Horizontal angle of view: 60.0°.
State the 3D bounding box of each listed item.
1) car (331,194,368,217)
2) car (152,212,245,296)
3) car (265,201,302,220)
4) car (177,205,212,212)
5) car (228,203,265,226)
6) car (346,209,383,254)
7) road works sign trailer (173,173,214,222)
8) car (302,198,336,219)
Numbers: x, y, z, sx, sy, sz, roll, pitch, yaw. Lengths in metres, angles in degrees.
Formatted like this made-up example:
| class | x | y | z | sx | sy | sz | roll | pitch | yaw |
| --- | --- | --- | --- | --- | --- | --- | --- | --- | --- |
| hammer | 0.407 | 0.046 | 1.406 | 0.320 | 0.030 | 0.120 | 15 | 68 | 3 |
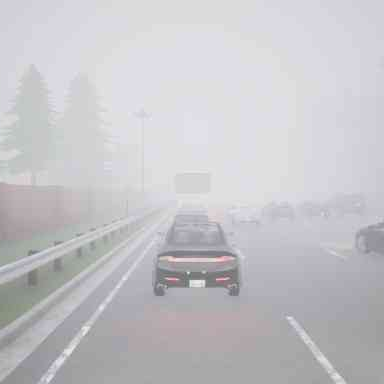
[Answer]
| class | x | y | z | sx | sy | sz | roll | pitch | yaw |
| --- | --- | --- | --- | --- | --- | --- | --- | --- | --- |
| car | 14.093 | 1.222 | 30.957 | 2.150 | 2.045 | 5.566 | 0 | 0 | 0 |
| car | 0.098 | 1.491 | 8.621 | 2.128 | 1.511 | 4.902 | 0 | 0 | 0 |
| car | 7.092 | 1.492 | 27.688 | 2.128 | 1.511 | 4.902 | 0 | 0 | 0 |
| car | 0.087 | 1.474 | 19.051 | 1.882 | 1.535 | 5.008 | 0 | 0 | 4 |
| car | 3.594 | 1.526 | 23.551 | 1.812 | 1.442 | 4.674 | 0 | 0 | 0 |
| car | 7.097 | 1.504 | 10.663 | 1.837 | 1.490 | 4.892 | 0 | 0 | 0 |
| road works sign trailer | 0.064 | 0.464 | 22.971 | 2.380 | 3.560 | 2.880 | 0 | 0 | -2 |
| car | 10.592 | 1.505 | 29.457 | 1.837 | 1.490 | 4.892 | 0 | 0 | 0 |
